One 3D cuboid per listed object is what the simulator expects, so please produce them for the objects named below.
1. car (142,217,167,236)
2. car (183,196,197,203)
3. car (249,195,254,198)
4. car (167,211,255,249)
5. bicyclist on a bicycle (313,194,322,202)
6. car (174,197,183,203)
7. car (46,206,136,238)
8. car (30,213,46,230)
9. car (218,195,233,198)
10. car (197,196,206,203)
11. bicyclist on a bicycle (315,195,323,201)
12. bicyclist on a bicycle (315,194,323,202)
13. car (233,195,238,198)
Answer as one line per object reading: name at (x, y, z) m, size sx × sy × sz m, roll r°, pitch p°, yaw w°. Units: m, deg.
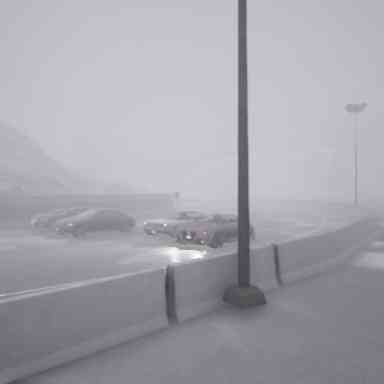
car at (-0.556, 1.738, 18.573) m, size 1.895 × 1.301 × 4.718 m, roll 0°, pitch -1°, yaw 38°
car at (-1.575, 1.863, 79.258) m, size 2.033 × 1.411 × 5.357 m, roll 0°, pitch 0°, yaw -27°
car at (14.365, 1.586, 94.116) m, size 2.033 × 1.411 × 5.357 m, roll 0°, pitch 0°, yaw -27°
car at (1.153, 1.685, 15.233) m, size 1.994 × 1.385 × 4.181 m, roll 0°, pitch -1°, yaw 40°
bicyclist on a bicycle at (30.715, 1.457, 81.408) m, size 1.656 × 1.620 × 0.582 m, roll 26°, pitch -11°, yaw -25°
car at (-4.679, 1.881, 77.642) m, size 2.033 × 1.411 × 5.357 m, roll 0°, pitch 0°, yaw -27°
car at (-5.237, 1.636, 18.504) m, size 1.812 × 1.442 × 4.674 m, roll 0°, pitch 0°, yaw 42°
car at (-7.615, 1.619, 21.109) m, size 2.128 × 1.511 × 4.902 m, roll -1°, pitch -2°, yaw 41°
car at (8.156, 1.608, 90.884) m, size 2.128 × 1.511 × 4.902 m, roll 0°, pitch 0°, yaw -27°
car at (1.529, 1.804, 80.875) m, size 1.837 × 1.490 × 4.892 m, roll 0°, pitch 0°, yaw -27°
bicyclist on a bicycle at (31.193, 1.454, 80.430) m, size 1.656 × 1.620 × 0.582 m, roll 23°, pitch -10°, yaw -25°
bicyclist on a bicycle at (30.945, 1.454, 80.948) m, size 1.656 × 1.620 × 0.582 m, roll 25°, pitch -12°, yaw -26°
car at (11.260, 1.605, 92.500) m, size 2.033 × 1.411 × 5.357 m, roll 0°, pitch 0°, yaw -27°
